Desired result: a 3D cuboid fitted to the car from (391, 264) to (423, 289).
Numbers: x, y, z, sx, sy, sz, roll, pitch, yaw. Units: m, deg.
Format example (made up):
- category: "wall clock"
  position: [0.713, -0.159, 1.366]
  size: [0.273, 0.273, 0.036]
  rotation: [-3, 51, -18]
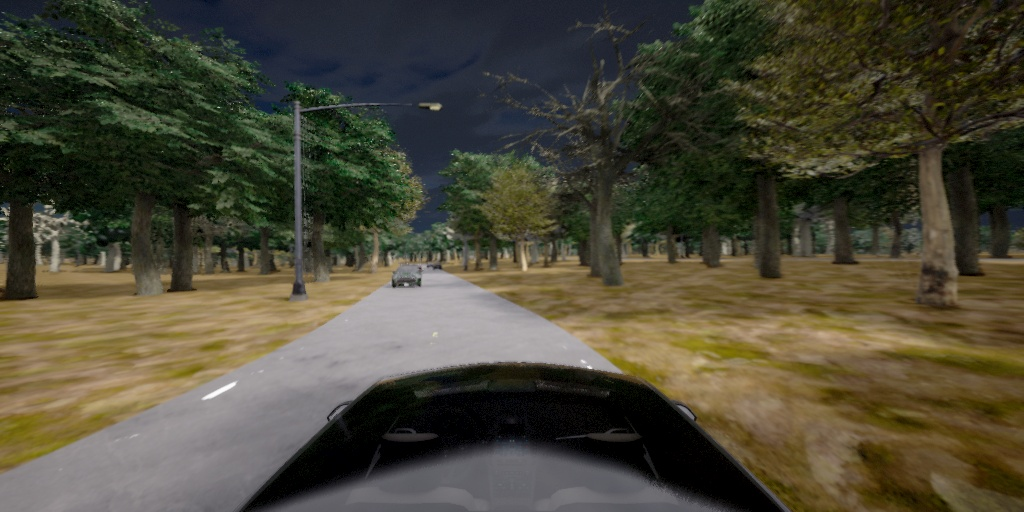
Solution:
- category: "car"
  position: [-7.900, 1.441, 27.178]
  size: [2.097, 1.767, 4.553]
  rotation: [-1, -1, -14]
